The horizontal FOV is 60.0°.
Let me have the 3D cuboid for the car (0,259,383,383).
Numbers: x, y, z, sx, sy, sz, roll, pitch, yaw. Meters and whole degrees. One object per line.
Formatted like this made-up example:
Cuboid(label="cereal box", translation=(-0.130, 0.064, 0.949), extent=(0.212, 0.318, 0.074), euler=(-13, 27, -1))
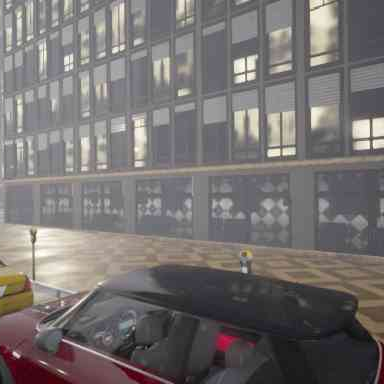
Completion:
Cuboid(label="car", translation=(-0.326, 1.441, 3.124), extent=(4.097, 1.590, 1.967), euler=(0, -1, 35))
